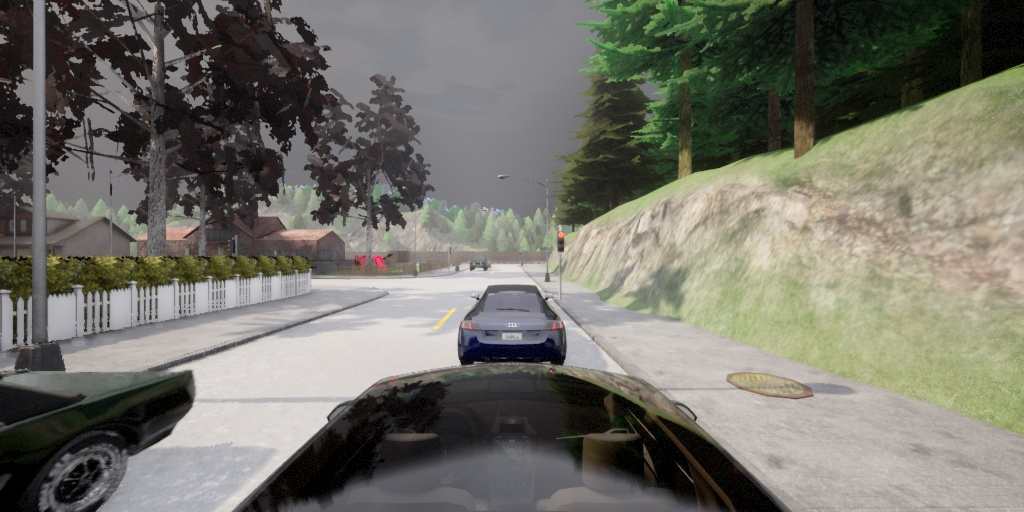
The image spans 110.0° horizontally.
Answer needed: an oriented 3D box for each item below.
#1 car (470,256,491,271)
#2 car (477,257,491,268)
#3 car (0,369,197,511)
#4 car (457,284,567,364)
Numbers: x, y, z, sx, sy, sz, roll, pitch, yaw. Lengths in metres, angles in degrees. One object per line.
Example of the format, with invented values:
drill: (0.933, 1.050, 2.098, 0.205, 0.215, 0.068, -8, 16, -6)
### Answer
car: (-4.529, 0.972, 49.488, 2.150, 2.045, 5.566, 0, 0, 0)
car: (-4.599, 1.103, 59.317, 2.097, 1.767, 4.553, 0, 0, 0)
car: (-4.094, 1.351, 1.343, 1.895, 1.301, 4.718, 0, 0, -1)
car: (0.005, 1.314, 8.002, 1.994, 1.385, 4.181, 0, 0, 0)
